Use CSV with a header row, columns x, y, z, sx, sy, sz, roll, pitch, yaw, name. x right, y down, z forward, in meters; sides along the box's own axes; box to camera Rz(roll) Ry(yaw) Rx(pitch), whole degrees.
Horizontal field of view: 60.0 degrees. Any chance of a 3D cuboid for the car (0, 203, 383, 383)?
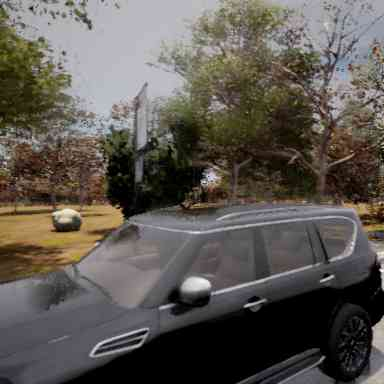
x,y,z,sx,sy,sz,roll,pitch,yaw,name
0.072,1.211,3.939,5.566,2.045,2.150,-1,1,-35,car
